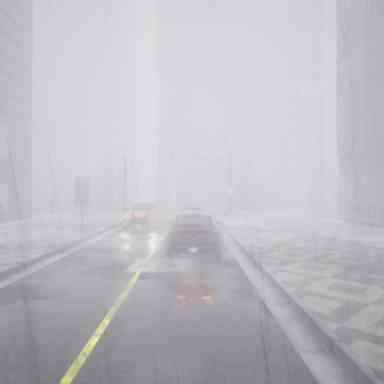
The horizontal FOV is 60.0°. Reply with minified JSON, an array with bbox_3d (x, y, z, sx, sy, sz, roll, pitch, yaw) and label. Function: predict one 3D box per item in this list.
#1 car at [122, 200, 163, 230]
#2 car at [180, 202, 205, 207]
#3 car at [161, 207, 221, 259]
[{"bbox_3d":[-3.074,1.408,21.467,2.097,1.767,4.553,0,0,0],"label":"car"},{"bbox_3d":[0.060,1.562,26.573,2.128,1.511,4.902,0,0,0],"label":"car"},{"bbox_3d":[0.068,1.539,12.680,1.837,1.490,4.892,0,0,0],"label":"car"}]
